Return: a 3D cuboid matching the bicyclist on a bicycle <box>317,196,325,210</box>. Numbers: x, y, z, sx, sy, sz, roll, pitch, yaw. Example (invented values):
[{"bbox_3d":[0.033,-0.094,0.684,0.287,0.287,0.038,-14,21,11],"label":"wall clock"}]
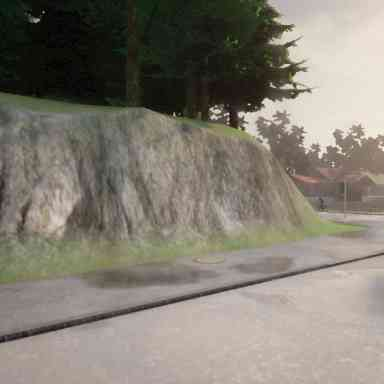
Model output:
[{"bbox_3d":[15.462,1.349,39.963,1.656,1.620,0.582,0,0,-36],"label":"bicyclist on a bicycle"}]
